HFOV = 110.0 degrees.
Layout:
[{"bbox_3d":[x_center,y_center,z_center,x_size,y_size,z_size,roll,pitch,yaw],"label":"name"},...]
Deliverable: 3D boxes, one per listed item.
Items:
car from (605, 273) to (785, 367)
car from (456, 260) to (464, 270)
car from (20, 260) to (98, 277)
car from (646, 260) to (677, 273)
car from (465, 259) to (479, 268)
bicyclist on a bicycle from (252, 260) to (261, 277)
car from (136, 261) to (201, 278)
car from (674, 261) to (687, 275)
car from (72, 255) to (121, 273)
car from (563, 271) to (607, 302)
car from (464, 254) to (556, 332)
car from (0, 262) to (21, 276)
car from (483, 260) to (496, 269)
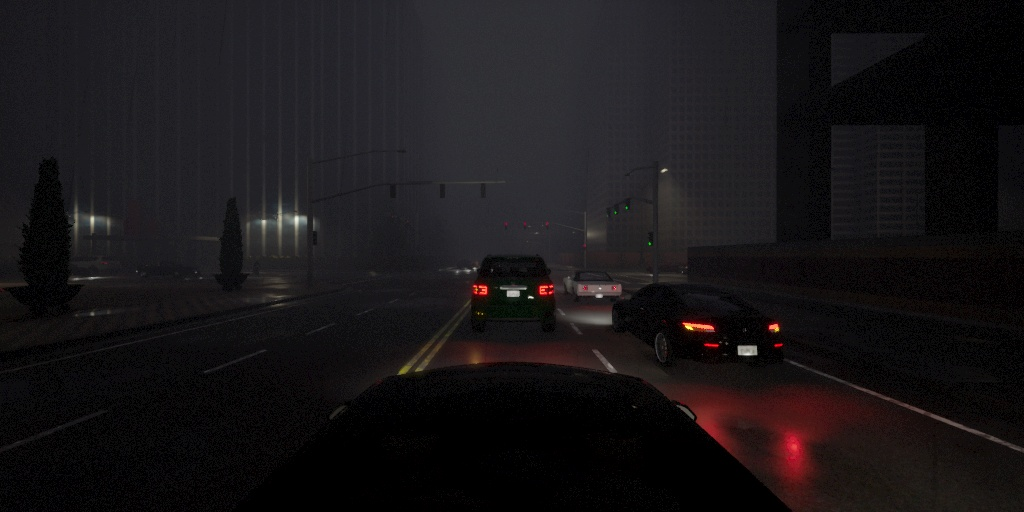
[{"bbox_3d":[3.589,1.276,7.770,1.812,1.442,4.674,0,0,0],"label":"car"},{"bbox_3d":[-7.059,1.275,53.730,1.812,1.442,4.674,0,0,0],"label":"car"},{"bbox_3d":[-41.554,1.314,32.987,4.181,1.385,1.994,0,0,0],"label":"car"},{"bbox_3d":[17.808,1.227,40.681,5.008,1.535,1.882,0,0,0],"label":"car"},{"bbox_3d":[-7.025,1.227,63.065,1.882,1.535,5.008,0,0,0],"label":"car"},{"bbox_3d":[-24.645,1.203,34.554,0.582,1.620,1.656,0,0,-13],"label":"bicyclist on a bicycle"},{"bbox_3d":[-31.586,1.241,33.034,4.902,1.511,2.128,0,0,0],"label":"car"},{"bbox_3d":[19.877,1.351,37.168,4.718,1.301,1.895,0,0,1],"label":"car"},{"bbox_3d":[-47.301,0.969,40.130,5.566,2.045,2.150,0,0,-1],"label":"car"},{"bbox_3d":[3.593,1.351,16.932,1.895,1.301,4.718,0,0,0],"label":"car"},{"bbox_3d":[0.057,0.971,11.013,2.150,2.045,5.566,0,0,1],"label":"car"},{"bbox_3d":[-50.679,1.314,36.566,4.181,1.385,1.994,0,0,3],"label":"car"},{"bbox_3d":[-3.549,1.351,57.510,1.895,1.301,4.718,0,0,0],"label":"car"}]
